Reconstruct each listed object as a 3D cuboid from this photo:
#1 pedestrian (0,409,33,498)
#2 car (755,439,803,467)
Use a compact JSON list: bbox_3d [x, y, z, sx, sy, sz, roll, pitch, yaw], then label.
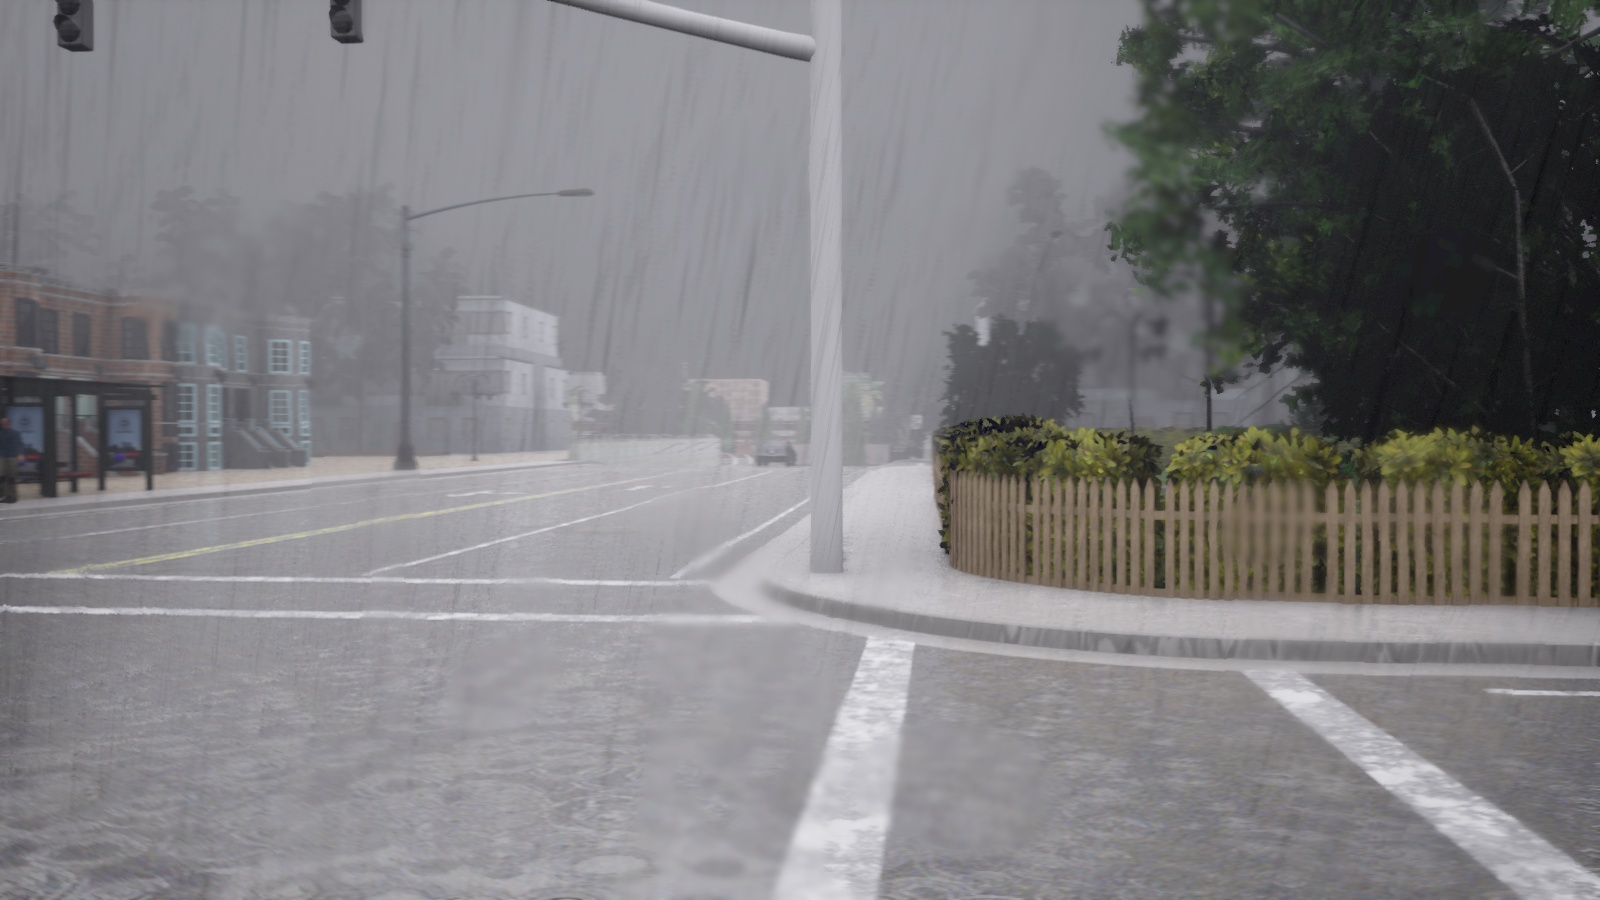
[{"bbox_3d":[-16.463,0.066,26.225,0.402,1.842,0.726,0,1,4],"label":"pedestrian"},{"bbox_3d":[-1.097,0.177,68.719,2.033,1.411,5.357,1,-1,6],"label":"car"}]
